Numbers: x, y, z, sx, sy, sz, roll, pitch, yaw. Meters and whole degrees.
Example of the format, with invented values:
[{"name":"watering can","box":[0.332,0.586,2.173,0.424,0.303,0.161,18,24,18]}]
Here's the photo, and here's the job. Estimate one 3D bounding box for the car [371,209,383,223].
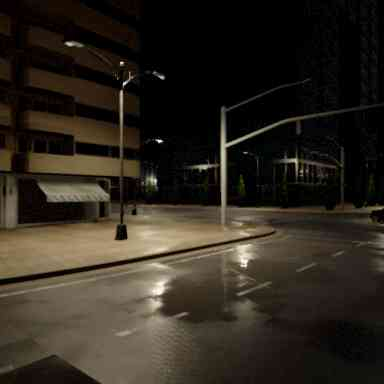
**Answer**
[{"name":"car","box":[14.930,1.588,23.535,1.882,1.535,5.008,1,0,-9]}]
